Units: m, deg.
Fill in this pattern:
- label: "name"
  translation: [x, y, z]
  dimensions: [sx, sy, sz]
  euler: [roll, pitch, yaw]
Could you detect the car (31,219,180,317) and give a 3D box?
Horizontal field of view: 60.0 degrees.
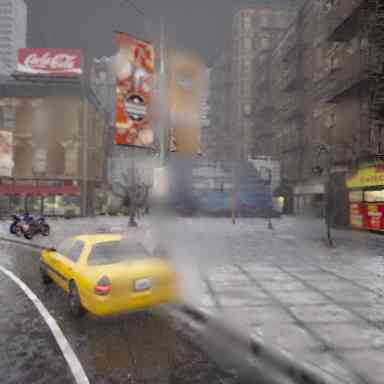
- label: "car"
  translation: [-2.326, 1.641, 8.005]
  dimensions: [1.801, 1.575, 5.366]
  euler: [1, -2, -35]
